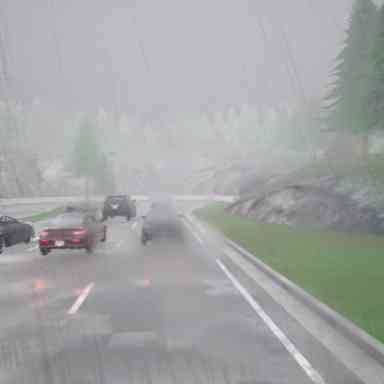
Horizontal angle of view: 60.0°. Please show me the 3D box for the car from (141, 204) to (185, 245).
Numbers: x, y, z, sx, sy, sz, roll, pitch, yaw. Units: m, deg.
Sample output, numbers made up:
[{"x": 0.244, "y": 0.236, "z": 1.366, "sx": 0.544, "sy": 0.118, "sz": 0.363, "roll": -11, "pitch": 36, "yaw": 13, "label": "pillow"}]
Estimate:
[{"x": -1.341, "y": 1.507, "z": 15.350, "sx": 1.812, "sy": 1.442, "sz": 4.674, "roll": -1, "pitch": 0, "yaw": -6, "label": "car"}]

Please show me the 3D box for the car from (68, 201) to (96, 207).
[{"x": -9.527, "y": 1.586, "z": 28.706, "sx": 1.837, "sy": 1.490, "sz": 4.892, "roll": -1, "pitch": 1, "yaw": -3, "label": "car"}]

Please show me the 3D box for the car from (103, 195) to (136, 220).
[{"x": -5.996, "y": 1.248, "z": 27.838, "sx": 2.150, "sy": 2.045, "sz": 5.566, "roll": -1, "pitch": 0, "yaw": -4, "label": "car"}]

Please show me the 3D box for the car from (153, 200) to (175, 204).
[{"x": -2.646, "y": 1.440, "z": 30.866, "sx": 1.882, "sy": 1.535, "sz": 5.008, "roll": -1, "pitch": 0, "yaw": -3, "label": "car"}]

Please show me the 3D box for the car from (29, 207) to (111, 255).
[{"x": -4.685, "y": 1.566, "z": 13.549, "sx": 1.812, "sy": 1.442, "sz": 4.674, "roll": -1, "pitch": 0, "yaw": -5, "label": "car"}]

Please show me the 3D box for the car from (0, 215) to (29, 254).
[{"x": -8.232, "y": 1.660, "z": 13.891, "sx": 1.994, "sy": 1.385, "sz": 4.181, "roll": -1, "pitch": 0, "yaw": -5, "label": "car"}]
